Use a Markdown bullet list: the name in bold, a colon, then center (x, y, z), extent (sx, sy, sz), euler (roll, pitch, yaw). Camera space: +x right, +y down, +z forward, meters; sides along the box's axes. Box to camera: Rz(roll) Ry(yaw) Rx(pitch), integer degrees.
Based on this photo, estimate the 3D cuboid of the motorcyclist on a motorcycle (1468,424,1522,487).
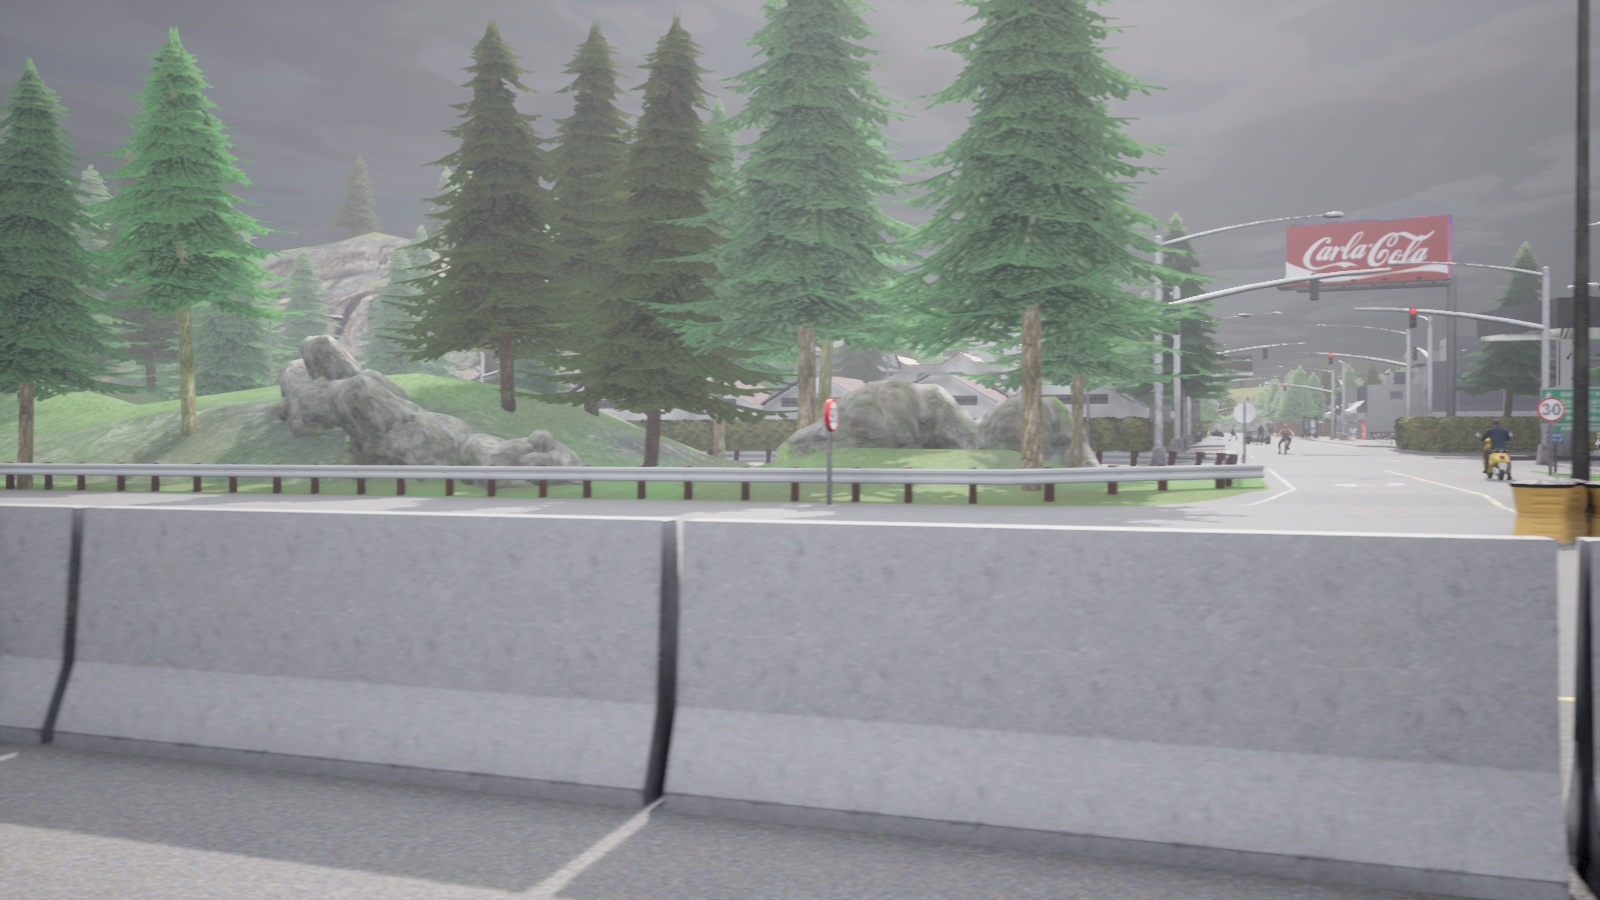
- **motorcyclist on a motorcycle**: center (18.158, 0.126, 32.845), extent (0.866, 1.590, 1.817), euler (1, 1, 18)
